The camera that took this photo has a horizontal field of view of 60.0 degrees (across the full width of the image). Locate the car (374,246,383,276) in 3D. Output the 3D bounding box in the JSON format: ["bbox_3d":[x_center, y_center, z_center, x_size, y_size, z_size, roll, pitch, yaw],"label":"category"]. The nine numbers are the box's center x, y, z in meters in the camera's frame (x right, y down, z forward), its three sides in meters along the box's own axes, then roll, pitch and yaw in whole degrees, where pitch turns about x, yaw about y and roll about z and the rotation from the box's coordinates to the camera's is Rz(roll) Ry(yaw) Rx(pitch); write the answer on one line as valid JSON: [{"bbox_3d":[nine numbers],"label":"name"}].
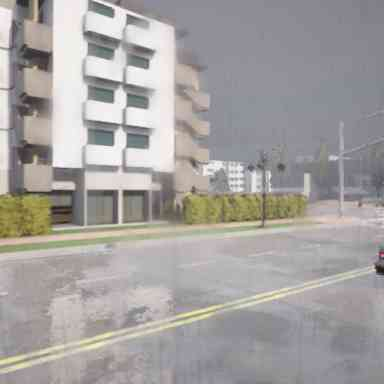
[{"bbox_3d":[6.937,1.573,8.788,5.357,1.411,2.033,0,0,-35],"label":"car"}]
